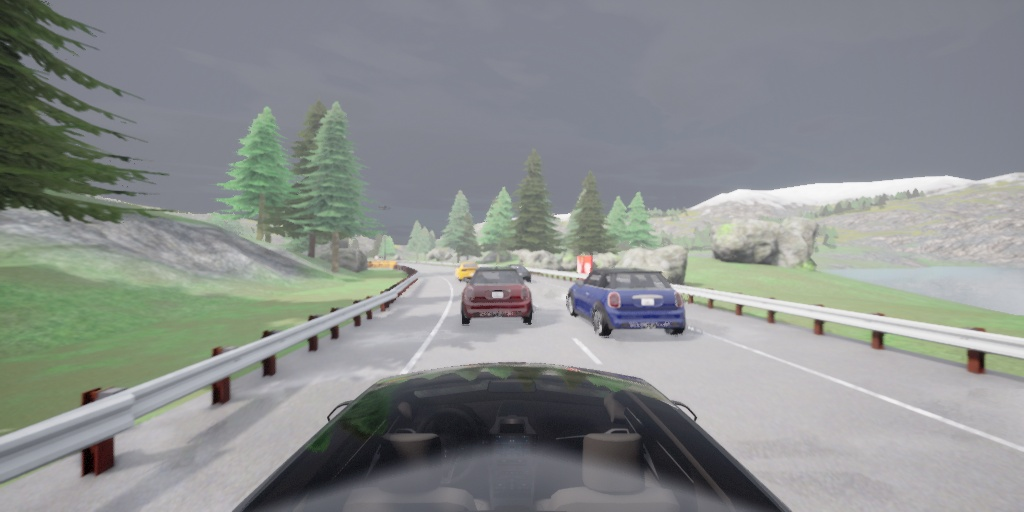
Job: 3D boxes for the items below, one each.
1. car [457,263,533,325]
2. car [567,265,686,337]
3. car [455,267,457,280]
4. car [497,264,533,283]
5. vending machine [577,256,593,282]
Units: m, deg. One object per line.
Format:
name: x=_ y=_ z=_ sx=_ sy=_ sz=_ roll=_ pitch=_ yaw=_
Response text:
car: x=-0.595 y=1.121 z=12.186 sx=2.097 sy=1.767 sz=4.553 roll=0 pitch=0 yaw=-5
car: x=3.051 y=1.106 z=10.549 sx=2.097 sy=1.767 sz=4.553 roll=0 pitch=0 yaw=-4
car: x=-3.674 y=1.287 z=30.019 sx=1.882 sy=1.535 sz=5.008 roll=0 pitch=0 yaw=-14
car: x=0.145 y=1.358 z=29.012 sx=1.994 sy=1.385 sz=4.181 roll=0 pitch=0 yaw=-13
vending machine: x=5.553 y=0.969 z=27.335 sx=1.100 sy=2.100 sz=0.880 roll=0 pitch=0 yaw=-12
